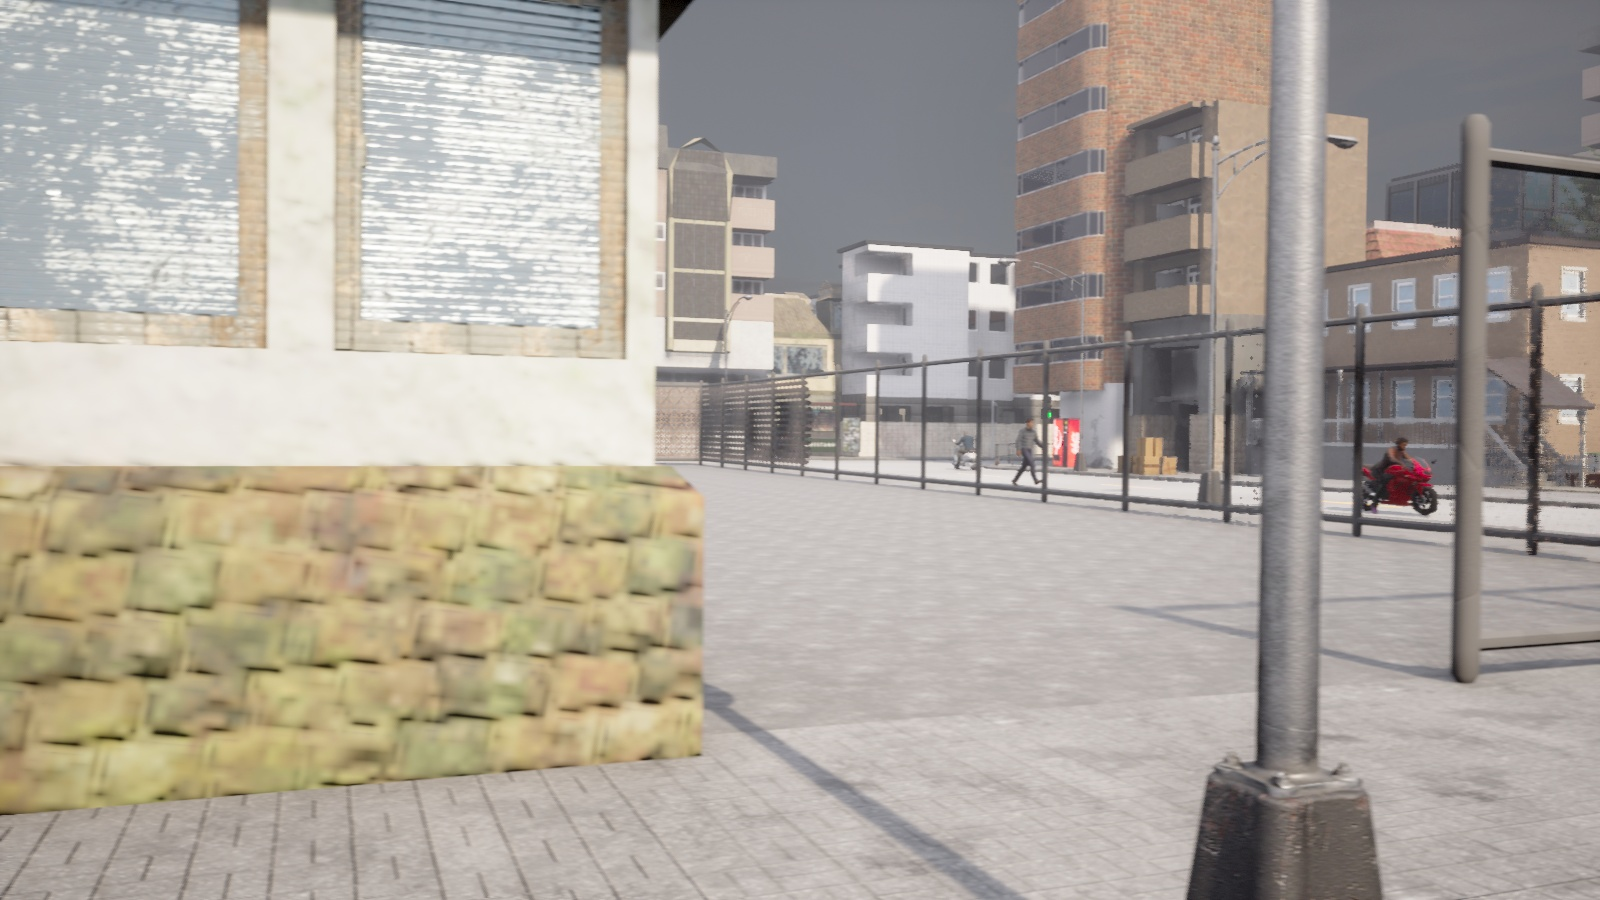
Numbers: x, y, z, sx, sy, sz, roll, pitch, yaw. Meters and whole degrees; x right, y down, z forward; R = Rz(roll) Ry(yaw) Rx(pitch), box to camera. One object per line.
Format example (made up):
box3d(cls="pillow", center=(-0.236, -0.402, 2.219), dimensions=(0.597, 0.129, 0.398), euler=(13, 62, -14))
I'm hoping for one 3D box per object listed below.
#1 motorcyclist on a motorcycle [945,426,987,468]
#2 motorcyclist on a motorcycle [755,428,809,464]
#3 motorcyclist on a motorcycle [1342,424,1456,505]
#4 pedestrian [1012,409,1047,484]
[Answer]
box3d(cls="motorcyclist on a motorcycle", center=(6.561, -0.127, 49.738), dimensions=(0.866, 1.590, 1.817), euler=(-1, 1, -22))
box3d(cls="motorcyclist on a motorcycle", center=(-0.854, -0.199, 58.841), dimensions=(2.350, 1.649, 0.766), euler=(0, 2, 21))
box3d(cls="motorcyclist on a motorcycle", center=(11.792, 0.251, 24.784), dimensions=(0.797, 1.523, 2.044), euler=(-1, 1, -21))
box3d(cls="pedestrian", center=(5.985, -0.098, 32.777), dimensions=(0.423, 1.949, 0.788), euler=(-1, 1, -40))
